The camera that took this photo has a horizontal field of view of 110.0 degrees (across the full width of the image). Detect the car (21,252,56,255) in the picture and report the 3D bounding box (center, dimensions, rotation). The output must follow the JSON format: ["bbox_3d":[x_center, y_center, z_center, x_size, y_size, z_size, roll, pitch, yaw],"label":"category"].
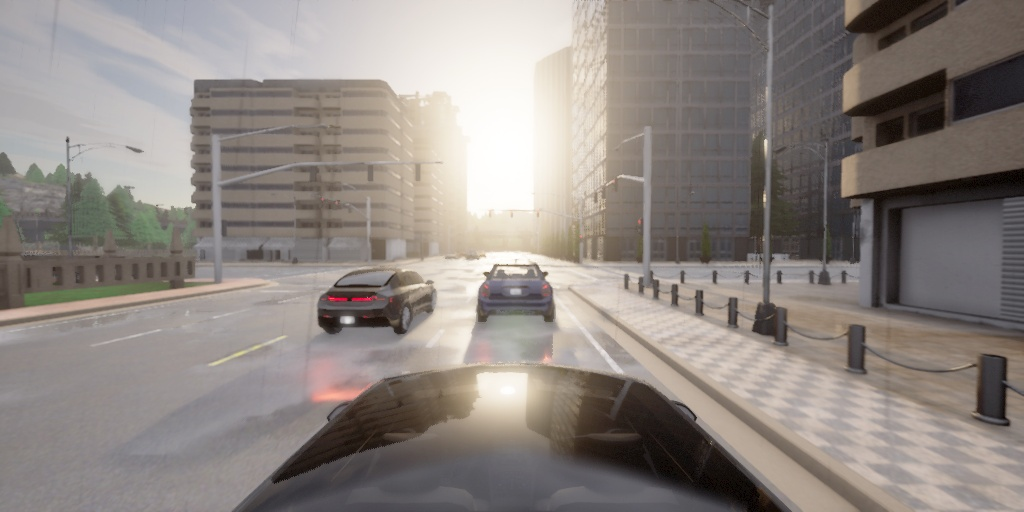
[{"bbox_3d":[-39.725,0.545,30.427,4.892,1.490,1.837,1,2,21],"label":"car"}]

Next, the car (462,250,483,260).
[{"bbox_3d":[-6.754,-0.217,61.867,2.097,1.767,4.553,0,1,1],"label":"car"}]

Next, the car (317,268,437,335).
[{"bbox_3d":[-3.394,1.071,9.881,1.837,1.490,4.892,0,0,1],"label":"car"}]

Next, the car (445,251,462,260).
[{"bbox_3d":[-10.247,-0.022,61.766,2.033,1.411,5.357,0,1,1],"label":"car"}]

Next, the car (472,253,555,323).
[{"bbox_3d":[0.121,0.891,11.388,2.097,1.767,4.553,0,1,1],"label":"car"}]
